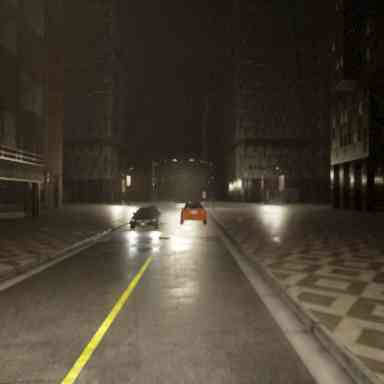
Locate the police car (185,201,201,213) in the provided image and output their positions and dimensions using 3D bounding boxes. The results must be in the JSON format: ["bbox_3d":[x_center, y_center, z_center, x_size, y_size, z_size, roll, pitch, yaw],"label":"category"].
[{"bbox_3d":[0.097,1.966,44.539,2.038,1.542,4.974,0,-1,0],"label":"police car"}]

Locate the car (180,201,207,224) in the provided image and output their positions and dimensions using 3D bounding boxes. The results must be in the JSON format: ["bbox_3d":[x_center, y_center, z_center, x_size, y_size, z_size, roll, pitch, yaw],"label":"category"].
[{"bbox_3d":[0.119,1.640,27.719,2.097,1.767,4.553,0,-1,0],"label":"car"}]

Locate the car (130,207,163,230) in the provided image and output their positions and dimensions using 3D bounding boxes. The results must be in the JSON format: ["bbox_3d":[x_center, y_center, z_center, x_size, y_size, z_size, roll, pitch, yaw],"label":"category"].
[{"bbox_3d":[-3.075,1.767,23.222,1.812,1.442,4.674,0,-1,0],"label":"car"}]
